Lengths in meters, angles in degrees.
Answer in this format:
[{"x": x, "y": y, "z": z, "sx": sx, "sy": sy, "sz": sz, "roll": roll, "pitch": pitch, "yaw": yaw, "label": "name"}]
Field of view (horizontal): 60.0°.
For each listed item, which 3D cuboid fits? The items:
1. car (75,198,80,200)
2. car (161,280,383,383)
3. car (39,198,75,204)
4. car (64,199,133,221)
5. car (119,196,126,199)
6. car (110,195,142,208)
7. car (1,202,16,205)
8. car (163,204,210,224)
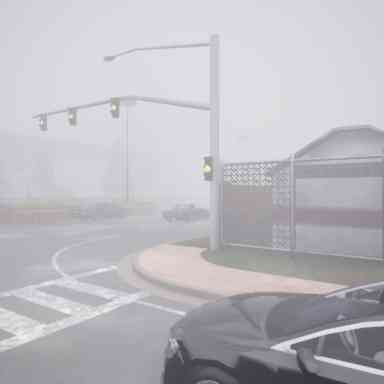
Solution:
[{"x": -15.100, "y": 1.499, "z": 40.860, "sx": 1.837, "sy": 1.490, "sz": 4.892, "roll": 0, "pitch": 0, "yaw": 34, "label": "car"}, {"x": 1.925, "y": 1.492, "z": 2.640, "sx": 4.902, "sy": 1.511, "sz": 2.128, "roll": 0, "pitch": 0, "yaw": 36, "label": "car"}, {"x": -14.919, "y": 1.558, "z": 34.838, "sx": 1.994, "sy": 1.385, "sz": 4.181, "roll": 0, "pitch": 0, "yaw": 34, "label": "car"}, {"x": -7.282, "y": 1.544, "z": 27.010, "sx": 2.033, "sy": 1.411, "sz": 5.357, "roll": 0, "pitch": 0, "yaw": 34, "label": "car"}, {"x": -9.758, "y": 1.542, "z": 42.550, "sx": 2.033, "sy": 1.411, "sz": 5.357, "roll": 0, "pitch": 0, "yaw": 34, "label": "car"}, {"x": -9.652, "y": 1.346, "z": 48.994, "sx": 2.097, "sy": 1.767, "sz": 4.553, "roll": 0, "pitch": 0, "yaw": 34, "label": "car"}, {"x": -20.346, "y": 1.542, "z": 33.019, "sx": 2.033, "sy": 1.411, "sz": 5.357, "roll": 0, "pitch": 0, "yaw": 34, "label": "car"}, {"x": -0.065, "y": 1.598, "z": 25.210, "sx": 1.895, "sy": 1.301, "sz": 4.718, "roll": 0, "pitch": 0, "yaw": 34, "label": "car"}]
